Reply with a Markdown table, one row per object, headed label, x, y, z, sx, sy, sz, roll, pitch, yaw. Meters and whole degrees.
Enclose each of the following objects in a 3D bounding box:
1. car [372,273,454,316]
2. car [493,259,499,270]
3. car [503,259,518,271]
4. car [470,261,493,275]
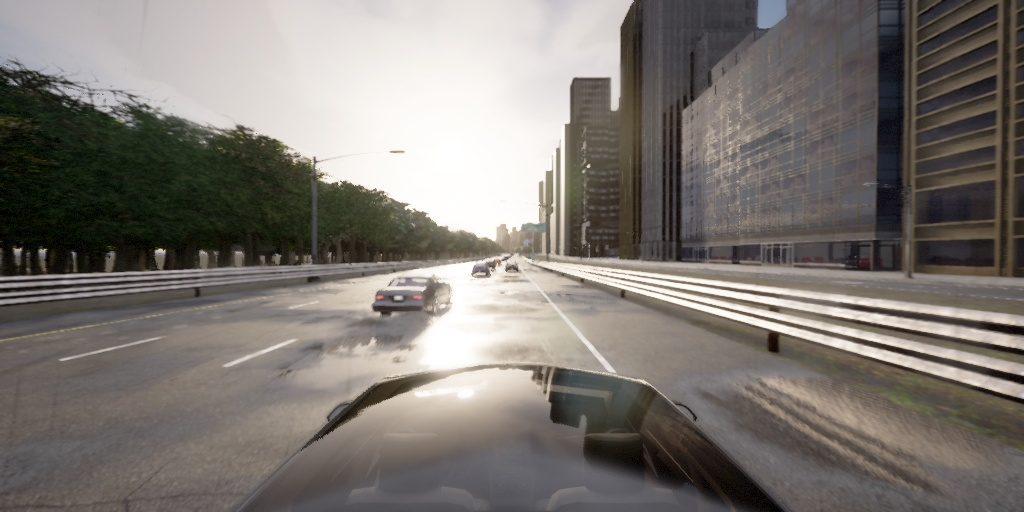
| label | x | y | z | sx | sy | sz | roll | pitch | yaw |
| --- | --- | --- | --- | --- | --- | --- | --- | --- | --- |
| car | -3.502 | 1.353 | 13.579 | 2.033 | 1.411 | 5.357 | 0 | 0 | 0 |
| car | -3.658 | 1.513 | 60.082 | 1.837 | 1.490 | 4.892 | 0 | 0 | 0 |
| car | -0.021 | 1.584 | 54.408 | 1.895 | 1.301 | 4.718 | 0 | 0 | 0 |
| car | -3.572 | 1.458 | 41.551 | 1.812 | 1.442 | 4.674 | 0 | 0 | 0 |
